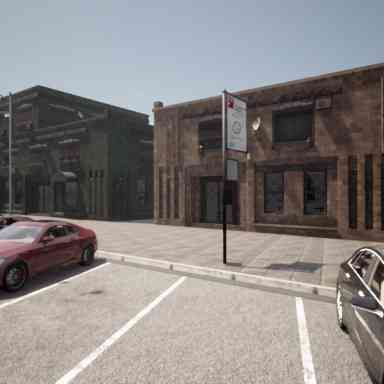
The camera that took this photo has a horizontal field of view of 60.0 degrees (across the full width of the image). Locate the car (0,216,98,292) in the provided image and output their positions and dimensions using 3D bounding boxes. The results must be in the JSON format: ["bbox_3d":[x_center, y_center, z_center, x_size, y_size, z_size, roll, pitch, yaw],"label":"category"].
[{"bbox_3d":[-4.365,1.527,9.192,2.002,1.452,4.674,1,-1,16],"label":"car"}]

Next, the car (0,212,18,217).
[{"bbox_3d":[-6.817,1.518,10.906,2.163,1.488,4.792,1,-1,16],"label":"car"}]

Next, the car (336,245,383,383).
[{"bbox_3d":[2.970,1.487,3.976,2.231,1.521,4.892,1,-1,15],"label":"car"}]
